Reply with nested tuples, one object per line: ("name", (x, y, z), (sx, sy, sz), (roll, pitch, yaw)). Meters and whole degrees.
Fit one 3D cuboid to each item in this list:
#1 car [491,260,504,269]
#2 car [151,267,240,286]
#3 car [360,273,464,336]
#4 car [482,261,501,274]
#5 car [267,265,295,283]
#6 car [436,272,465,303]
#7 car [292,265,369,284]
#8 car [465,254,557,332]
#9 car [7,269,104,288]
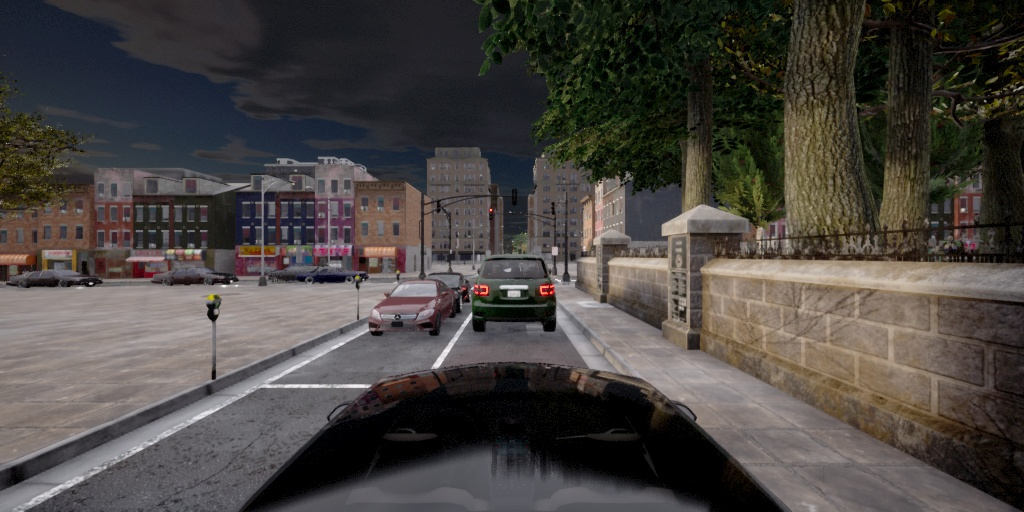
("car", (-2.289, 1.341, 57.058), (1.895, 1.301, 4.718), (0, 0, 0))
("car", (-23.690, 1.556, 26.867), (5.357, 1.411, 2.033), (-1, 0, 0))
("car", (-2.637, 1.332, 10.336), (1.802, 1.307, 4.207), (0, 0, 0))
("car", (-2.285, 1.307, 41.351), (1.994, 1.385, 4.181), (0, 0, 0))
("car", (-17.682, 1.452, 29.759), (4.674, 1.442, 1.812), (-1, 0, 1))
("car", (-2.637, 1.316, 13.999), (1.948, 1.339, 4.313), (0, 0, 0))
("car", (-13.357, 1.480, 26.900), (4.718, 1.301, 1.895), (-1, 0, 0))
("car", (0.076, 0.971, 11.015), (2.150, 2.045, 5.566), (0, 0, 1))
("car", (-34.135, 1.720, 26.847), (5.357, 1.411, 2.033), (-1, 0, 1))
